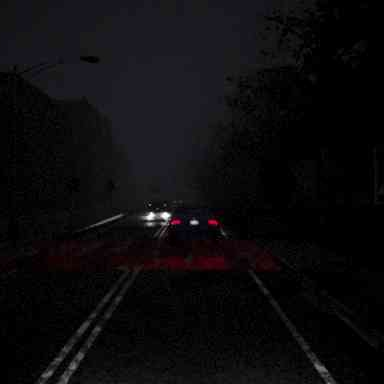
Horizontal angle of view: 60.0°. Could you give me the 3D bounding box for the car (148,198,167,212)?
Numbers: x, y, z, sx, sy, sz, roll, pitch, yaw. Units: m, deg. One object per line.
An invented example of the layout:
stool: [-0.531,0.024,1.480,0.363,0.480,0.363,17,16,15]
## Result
car: [-3.343,1.324,34.420,1.895,1.301,4.718,0,0,0]

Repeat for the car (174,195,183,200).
car: [-3.086,1.343,75.248,2.033,1.411,5.357,0,-1,0]

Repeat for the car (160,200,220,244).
car: [0.081,1.240,13.281,2.033,1.411,5.357,0,-4,0]
